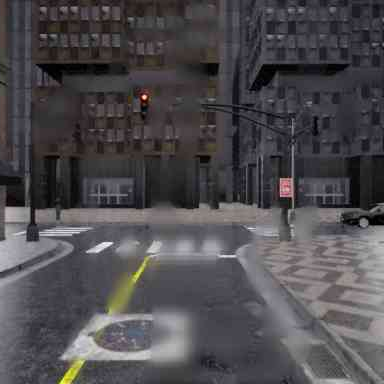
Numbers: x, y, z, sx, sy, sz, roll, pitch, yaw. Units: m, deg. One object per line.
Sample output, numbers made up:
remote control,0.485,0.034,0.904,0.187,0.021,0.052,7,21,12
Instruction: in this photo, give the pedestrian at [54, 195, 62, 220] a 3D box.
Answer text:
pedestrian,-9.824,1.153,24.365,0.375,1.860,0.375,0,0,1

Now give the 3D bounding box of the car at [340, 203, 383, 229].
car,12.048,1.458,21.073,5.008,1.535,1.882,0,0,1
